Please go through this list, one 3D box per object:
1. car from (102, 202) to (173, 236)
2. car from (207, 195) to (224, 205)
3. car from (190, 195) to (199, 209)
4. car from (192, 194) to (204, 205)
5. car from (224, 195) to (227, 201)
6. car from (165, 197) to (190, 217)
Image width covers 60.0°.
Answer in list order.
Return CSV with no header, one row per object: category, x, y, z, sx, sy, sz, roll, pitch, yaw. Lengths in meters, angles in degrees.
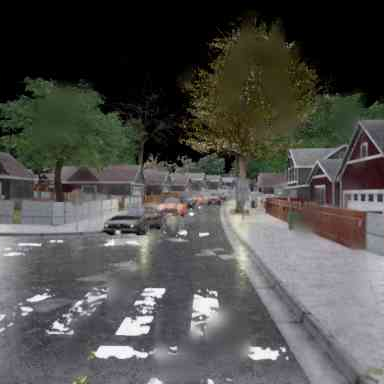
car,-2.920,1.523,18.422,2.033,1.411,5.357,0,0,13
car,3.513,1.268,51.609,1.812,1.442,4.674,0,0,7
car,-0.580,1.426,41.726,1.895,1.301,4.718,0,0,6
car,0.660,1.096,52.190,2.097,1.767,4.553,0,0,8
car,6.135,1.170,69.173,1.895,1.301,4.718,0,1,10
car,-1.632,1.268,29.847,2.097,1.767,4.553,0,0,4
